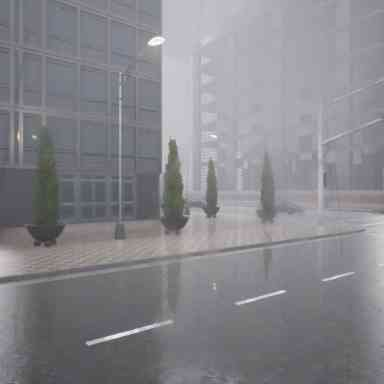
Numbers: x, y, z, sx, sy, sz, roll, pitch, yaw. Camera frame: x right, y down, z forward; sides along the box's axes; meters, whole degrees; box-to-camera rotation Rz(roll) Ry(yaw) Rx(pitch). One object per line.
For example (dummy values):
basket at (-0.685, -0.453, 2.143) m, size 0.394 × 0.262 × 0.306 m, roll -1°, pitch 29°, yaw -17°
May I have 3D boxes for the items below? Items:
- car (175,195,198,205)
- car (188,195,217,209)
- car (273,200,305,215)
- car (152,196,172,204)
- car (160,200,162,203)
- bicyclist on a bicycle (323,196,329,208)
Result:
car at (-1.005, 1.407, 61.995) m, size 2.097 × 1.767 × 4.553 m, roll 0°, pitch 0°, yaw -36°
car at (1.424, 1.407, 46.564) m, size 2.097 × 1.767 × 4.553 m, roll 0°, pitch 0°, yaw -36°
car at (9.709, 1.581, 35.252) m, size 1.812 × 1.442 × 4.674 m, roll 0°, pitch 0°, yaw -36°
car at (-6.312, 1.560, 69.161) m, size 1.837 × 1.490 × 4.892 m, roll 0°, pitch 0°, yaw -36°
car at (-3.829, 1.547, 59.927) m, size 2.128 × 1.511 × 4.902 m, roll 0°, pitch 0°, yaw -36°
bicyclist on a bicycle at (17.854, 1.356, 44.381) m, size 1.656 × 1.620 × 0.582 m, roll 0°, pitch 0°, yaw -36°
